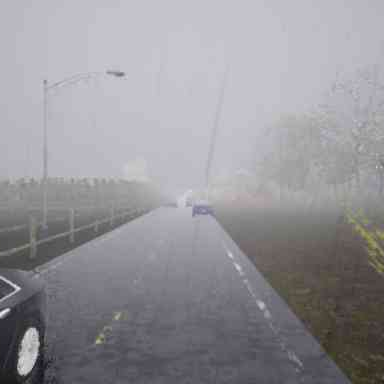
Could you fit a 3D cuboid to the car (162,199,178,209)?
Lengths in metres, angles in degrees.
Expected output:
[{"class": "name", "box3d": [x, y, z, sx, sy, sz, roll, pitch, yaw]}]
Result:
[{"class": "car", "box3d": [-2.836, 1.552, 44.063, 1.895, 1.301, 4.718, 0, 0, 0]}]

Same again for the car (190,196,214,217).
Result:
[{"class": "car", "box3d": [0.961, 1.452, 30.636, 1.882, 1.535, 5.008, 0, 0, 0]}]

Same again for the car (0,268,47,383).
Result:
[{"class": "car", "box3d": [-2.851, 1.504, 2.585, 1.837, 1.490, 4.892, 0, 0, 0]}]

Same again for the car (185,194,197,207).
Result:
[{"class": "car", "box3d": [-0.002, 1.489, 49.067, 2.033, 1.411, 5.357, 0, 0, 0]}]
